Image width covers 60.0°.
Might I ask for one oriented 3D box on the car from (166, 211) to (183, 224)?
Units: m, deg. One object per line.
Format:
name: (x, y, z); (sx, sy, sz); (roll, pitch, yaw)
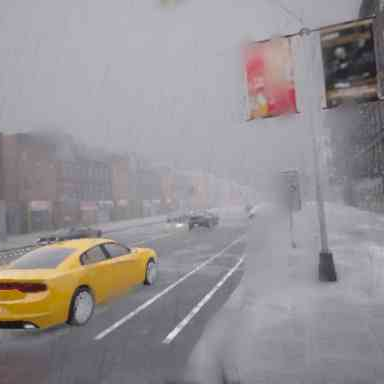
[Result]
car: (-1.706, 3.161, 42.320); (1.837, 1.490, 4.892); (-5, -3, 18)

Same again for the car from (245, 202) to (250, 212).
car: (10.665, 2.594, 58.982); (2.097, 1.767, 4.553); (-5, -2, 18)

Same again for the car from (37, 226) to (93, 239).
car: (-8.188, 3.009, 22.492); (1.895, 1.301, 4.718); (-5, -2, 19)

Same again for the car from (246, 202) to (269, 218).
car: (8.200, 2.340, 40.862); (1.812, 1.442, 4.674); (-5, -2, 18)

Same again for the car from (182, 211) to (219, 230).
car: (1.064, 2.458, 29.386); (1.837, 1.490, 4.892); (-5, -2, 18)

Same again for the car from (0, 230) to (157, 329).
car: (-2.520, 1.854, 7.918); (1.882, 1.535, 5.008); (-5, -2, 18)
